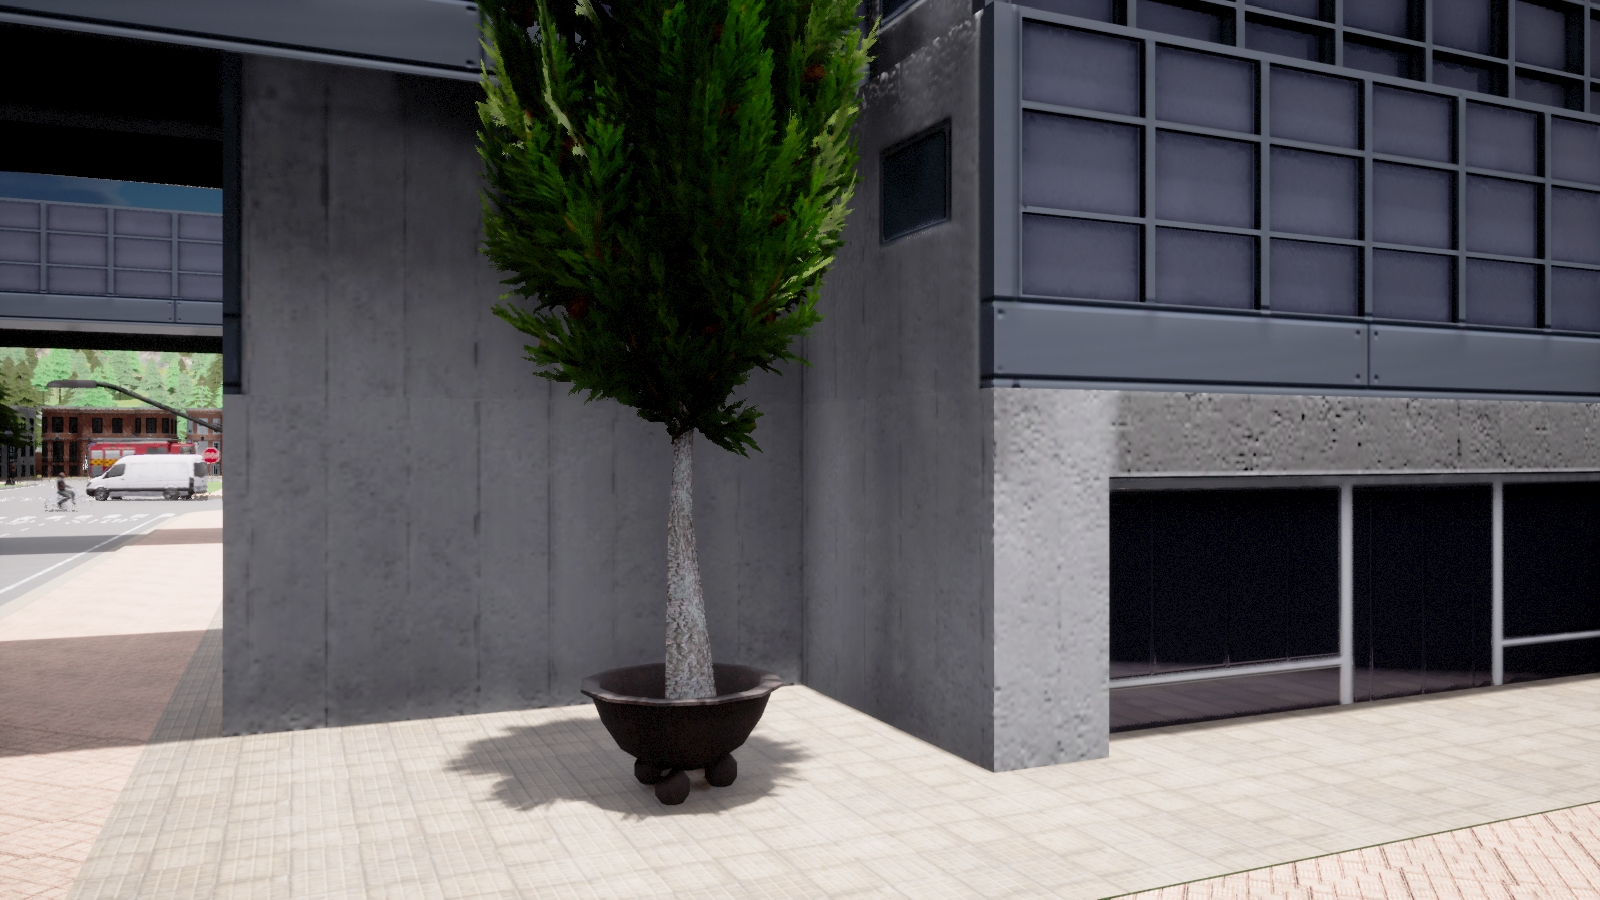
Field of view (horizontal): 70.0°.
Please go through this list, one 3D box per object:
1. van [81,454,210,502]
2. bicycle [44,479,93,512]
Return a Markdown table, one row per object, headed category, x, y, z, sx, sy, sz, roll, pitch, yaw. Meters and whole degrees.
| category | x | y | z | sx | sy | sz | roll | pitch | yaw |
| --- | --- | --- | --- | --- | --- | --- | --- | --- | --- |
| van | -36.359 | 1.533 | 63.564 | 5.915 | 2.561 | 1.988 | 0 | 1 | -5 |
| bicycle | -33.135 | 2.060 | 51.789 | 1.835 | 1.471 | 0.329 | 0 | 0 | -23 |
